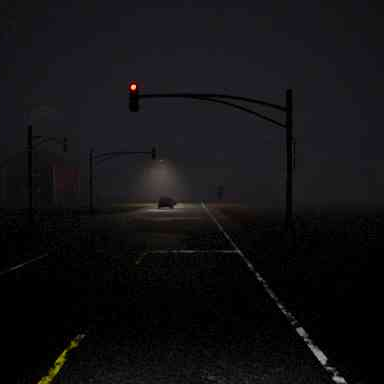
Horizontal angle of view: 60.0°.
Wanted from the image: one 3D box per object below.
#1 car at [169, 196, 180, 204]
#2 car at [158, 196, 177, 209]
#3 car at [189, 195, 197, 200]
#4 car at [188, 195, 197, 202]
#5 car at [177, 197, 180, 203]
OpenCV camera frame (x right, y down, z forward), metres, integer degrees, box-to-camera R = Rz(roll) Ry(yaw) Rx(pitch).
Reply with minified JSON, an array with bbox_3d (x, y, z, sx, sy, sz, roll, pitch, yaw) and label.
[{"bbox_3d":[-3.425,1.535,64.947,1.895,1.301,4.718,0,0,1],"label":"car"},{"bbox_3d":[-3.508,1.443,45.156,1.882,1.535,5.008,0,0,0],"label":"car"},{"bbox_3d":[0.157,1.440,86.623,1.994,1.385,4.181,0,0,0],"label":"car"},{"bbox_3d":[0.139,1.388,76.936,1.882,1.535,5.008,0,0,0],"label":"car"},{"bbox_3d":[-3.480,1.477,55.018,1.812,1.442,4.674,0,0,1],"label":"car"}]
